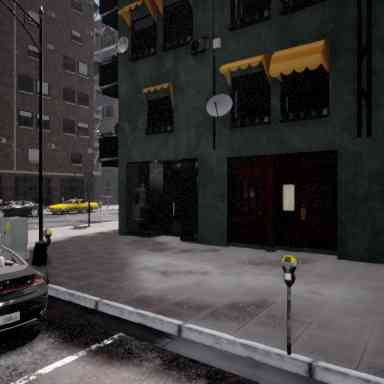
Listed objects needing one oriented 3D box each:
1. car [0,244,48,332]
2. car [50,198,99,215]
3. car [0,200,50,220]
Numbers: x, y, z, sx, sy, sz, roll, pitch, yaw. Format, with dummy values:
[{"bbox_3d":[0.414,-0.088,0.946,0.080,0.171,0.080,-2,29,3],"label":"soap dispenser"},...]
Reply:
[{"bbox_3d":[-4.343,1.551,5.969,4.403,1.369,2.008,0,0,35],"label":"car"},{"bbox_3d":[-10.824,1.249,30.403,1.752,1.417,4.829,1,1,35],"label":"car"},{"bbox_3d":[-13.912,1.350,25.977,2.008,1.369,4.403,1,1,35],"label":"car"}]
